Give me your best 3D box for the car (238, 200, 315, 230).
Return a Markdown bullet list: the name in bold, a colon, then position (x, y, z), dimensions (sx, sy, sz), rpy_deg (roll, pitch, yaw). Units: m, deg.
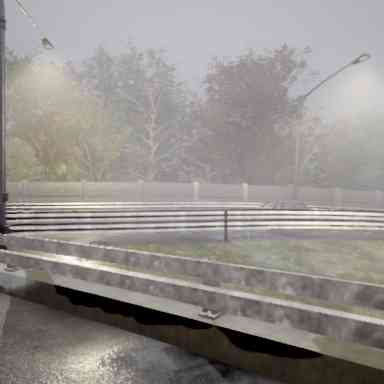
- **car**: position (5.251, 1.303, 20.772), dimensions (4.553, 1.767, 2.097), rpy_deg (2, 0, -13)
